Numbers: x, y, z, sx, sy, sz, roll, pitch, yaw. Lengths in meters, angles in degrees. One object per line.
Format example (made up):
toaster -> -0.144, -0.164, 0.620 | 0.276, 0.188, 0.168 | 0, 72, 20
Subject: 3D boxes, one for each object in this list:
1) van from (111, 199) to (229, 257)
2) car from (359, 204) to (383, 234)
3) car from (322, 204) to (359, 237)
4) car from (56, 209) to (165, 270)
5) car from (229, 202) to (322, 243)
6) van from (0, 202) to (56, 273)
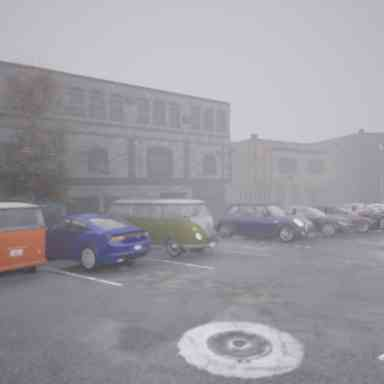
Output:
van -> -1.111, 1.257, 12.670 | 4.442, 1.987, 1.878 | -1, -1, 35
car -> 8.374, 1.526, 19.526 | 4.792, 1.488, 2.163 | -1, -1, 35
car -> 5.955, 1.494, 17.843 | 4.892, 1.521, 2.231 | -1, -1, 35
car -> -3.593, 1.484, 11.021 | 5.008, 1.535, 2.097 | -1, -1, 35
car -> 3.546, 1.364, 16.158 | 4.553, 1.767, 2.185 | -1, -1, 35
van -> -6.085, 1.261, 9.388 | 4.442, 1.987, 1.878 | -1, 0, 35
